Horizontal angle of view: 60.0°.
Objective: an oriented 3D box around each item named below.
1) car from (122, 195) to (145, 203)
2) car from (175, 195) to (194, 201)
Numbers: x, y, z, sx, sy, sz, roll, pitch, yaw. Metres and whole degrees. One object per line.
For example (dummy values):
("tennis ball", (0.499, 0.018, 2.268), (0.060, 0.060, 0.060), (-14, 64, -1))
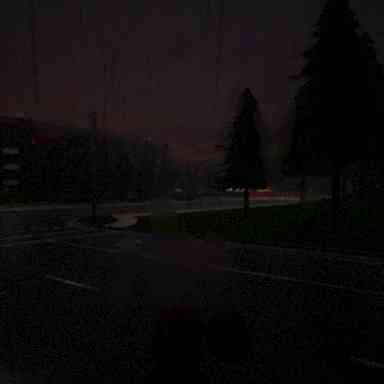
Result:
("car", (-10.568, 1.311, 60.492), (1.812, 1.442, 4.674), (0, 0, 36))
("car", (-1.681, 1.376, 73.092), (1.895, 1.301, 4.718), (0, 0, 35))
